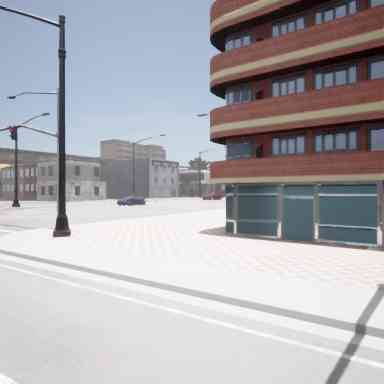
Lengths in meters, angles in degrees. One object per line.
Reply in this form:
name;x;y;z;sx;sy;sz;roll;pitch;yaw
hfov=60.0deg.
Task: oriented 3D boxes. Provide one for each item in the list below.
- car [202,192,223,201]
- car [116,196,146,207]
car;3.787;0.784;60.903;1.882;1.535;5.008;0;1;37
car;-8.159;1.201;44.964;1.994;1.385;4.181;0;1;36
